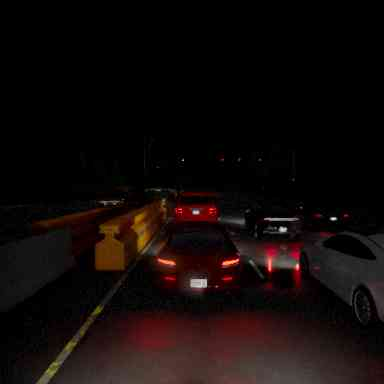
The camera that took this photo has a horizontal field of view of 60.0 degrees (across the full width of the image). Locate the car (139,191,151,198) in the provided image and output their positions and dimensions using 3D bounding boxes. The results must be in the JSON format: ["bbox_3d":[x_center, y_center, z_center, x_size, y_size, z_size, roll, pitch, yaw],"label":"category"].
[{"bbox_3d":[-9.942,0.527,70.380,1.994,1.385,4.181,0,1,0],"label":"car"}]

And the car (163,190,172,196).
[{"bbox_3d":[-6.307,0.277,86.212,2.033,1.411,5.357,0,1,0],"label":"car"}]

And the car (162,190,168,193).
[{"bbox_3d":[-6.517,0.537,65.642,2.128,1.511,4.902,0,1,1],"label":"car"}]

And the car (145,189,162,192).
[{"bbox_3d":[-6.639,0.710,56.376,1.812,1.442,4.674,0,1,1],"label":"car"}]

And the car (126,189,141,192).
[{"bbox_3d":[-10.096,0.690,60.305,1.994,1.385,4.181,0,1,1],"label":"car"}]

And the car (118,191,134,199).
[{"bbox_3d":[-13.461,0.556,68.158,2.033,1.411,5.357,0,1,0],"label":"car"}]

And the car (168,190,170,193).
[{"bbox_3d":[-6.397,0.251,75.658,2.097,1.767,4.553,0,1,0],"label":"car"}]

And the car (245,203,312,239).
[{"bbox_3d":[3.696,1.283,15.854,2.128,1.511,4.902,0,1,0],"label":"car"}]

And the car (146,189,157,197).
[{"bbox_3d":[-9.855,0.177,80.598,2.097,1.767,4.553,0,1,0],"label":"car"}]

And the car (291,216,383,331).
[{"bbox_3d":[3.629,1.455,6.606,1.812,1.442,4.674,0,1,0],"label":"car"}]

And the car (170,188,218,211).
[{"bbox_3d":[0.206,0.984,17.839,2.150,2.045,5.566,0,1,1],"label":"car"}]

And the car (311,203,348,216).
[{"bbox_3d":[7.221,1.309,18.938,1.994,1.385,4.181,0,1,0],"label":"car"}]

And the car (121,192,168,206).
[{"bbox_3d":[-5.818,1.019,40.793,4.718,1.301,1.895,-1,1,-32],"label":"car"}]

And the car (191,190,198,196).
[{"bbox_3d":[0.677,0.243,84.323,1.882,1.535,5.008,0,1,0],"label":"car"}]

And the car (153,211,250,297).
[{"bbox_3d":[0.142,1.431,8.242,1.812,1.442,4.674,0,1,1],"label":"car"}]

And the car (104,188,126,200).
[{"bbox_3d":[-13.628,0.382,58.020,2.150,2.045,5.566,0,1,1],"label":"car"}]
